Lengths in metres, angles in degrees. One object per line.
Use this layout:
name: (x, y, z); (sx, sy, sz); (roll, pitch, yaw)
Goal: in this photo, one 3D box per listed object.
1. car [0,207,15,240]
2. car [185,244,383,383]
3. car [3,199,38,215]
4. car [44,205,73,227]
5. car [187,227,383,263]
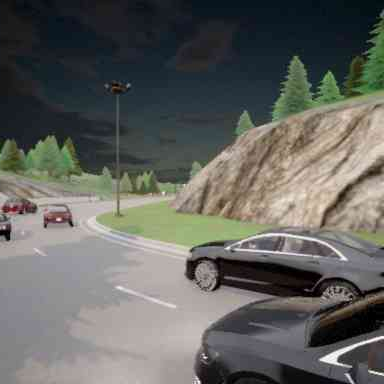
car: (-10.307, 1.682, 17.002); (1.895, 1.301, 4.718); (0, 0, -29)
car: (2.277, 1.515, 2.584); (4.892, 1.490, 1.837); (0, 0, 36)
car: (-18.939, 1.525, 36.867); (2.097, 1.767, 4.553); (0, 0, -3)
car: (-9.571, 1.636, 23.883); (1.812, 1.442, 4.674); (0, 0, -22)
car: (2.025, 1.524, 7.263); (4.902, 1.511, 2.128); (0, 0, 40)
